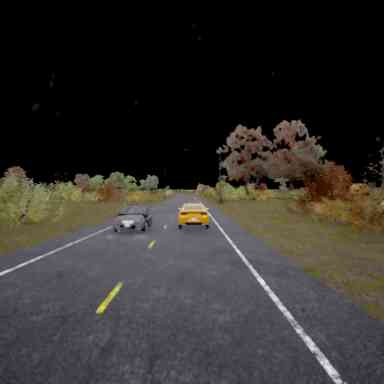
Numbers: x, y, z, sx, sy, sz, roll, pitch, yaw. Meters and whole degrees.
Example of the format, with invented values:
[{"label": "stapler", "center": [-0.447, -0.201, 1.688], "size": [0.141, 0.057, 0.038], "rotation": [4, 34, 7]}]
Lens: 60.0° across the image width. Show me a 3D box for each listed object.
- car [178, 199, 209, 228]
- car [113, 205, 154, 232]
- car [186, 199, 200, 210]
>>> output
[{"label": "car", "center": [0.108, 1.494, 22.527], "size": [1.882, 1.535, 5.008], "rotation": [0, 0, 0]}, {"label": "car", "center": [-3.492, 1.547, 20.427], "size": [2.128, 1.511, 4.902], "rotation": [0, 0, 0]}, {"label": "car", "center": [0.119, 1.637, 45.192], "size": [1.895, 1.301, 4.718], "rotation": [0, 0, 0]}]
